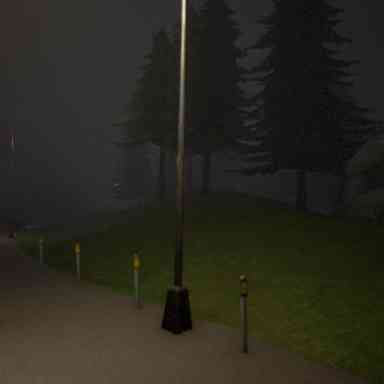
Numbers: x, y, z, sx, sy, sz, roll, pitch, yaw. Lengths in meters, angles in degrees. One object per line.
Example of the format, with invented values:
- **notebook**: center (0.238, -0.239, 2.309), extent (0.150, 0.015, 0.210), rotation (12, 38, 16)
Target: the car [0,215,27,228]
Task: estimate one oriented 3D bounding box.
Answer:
- **car**: center (-20.609, 3.386, 38.071), extent (2.128, 1.511, 4.902), rotation (1, -4, -5)
